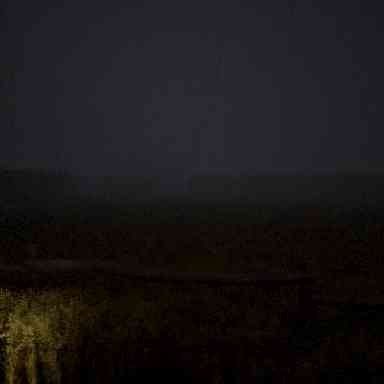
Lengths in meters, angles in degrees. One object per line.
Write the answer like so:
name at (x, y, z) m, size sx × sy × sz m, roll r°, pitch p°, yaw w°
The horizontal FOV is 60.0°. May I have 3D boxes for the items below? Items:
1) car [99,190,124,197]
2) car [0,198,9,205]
car at (-10.280, 0.471, 43.370) m, size 2.128 × 1.511 × 4.902 m, roll 1°, pitch 2°, yaw 16°
car at (-18.264, 0.904, 28.122) m, size 2.033 × 1.411 × 5.357 m, roll 1°, pitch 1°, yaw 17°
